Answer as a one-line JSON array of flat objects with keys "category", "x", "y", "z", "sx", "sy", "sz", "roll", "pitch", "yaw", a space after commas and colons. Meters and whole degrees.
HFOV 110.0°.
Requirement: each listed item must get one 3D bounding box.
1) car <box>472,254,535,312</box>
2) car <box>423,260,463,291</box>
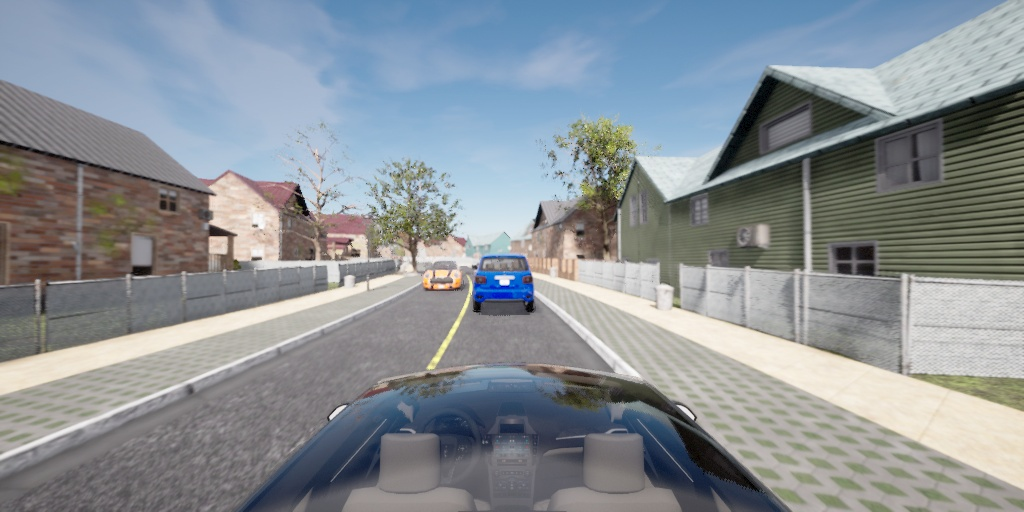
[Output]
[{"category": "car", "x": -0.417, "y": 0.937, "z": 14.301, "sx": 2.150, "sy": 2.045, "sz": 5.566, "roll": 0, "pitch": 0, "yaw": -4}, {"category": "car", "x": -4.016, "y": 1.046, "z": 21.373, "sx": 2.097, "sy": 1.767, "sz": 4.553, "roll": 0, "pitch": 0, "yaw": -6}]
